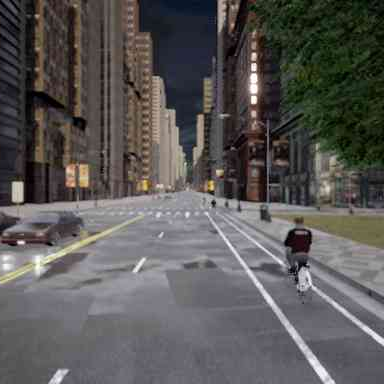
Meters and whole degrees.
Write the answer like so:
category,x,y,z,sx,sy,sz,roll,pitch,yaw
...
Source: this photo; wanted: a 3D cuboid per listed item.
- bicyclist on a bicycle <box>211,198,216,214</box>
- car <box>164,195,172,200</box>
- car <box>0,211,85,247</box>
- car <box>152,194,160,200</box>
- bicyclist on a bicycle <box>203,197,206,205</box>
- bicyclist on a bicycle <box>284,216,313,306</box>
category,x,y,z,sx,sy,sz,roll,pitch,yaw
bicyclist on a bicycle,2.237,1.474,34.479,0.659,1.776,1.843,0,0,0
car,-6.536,1.426,91.375,1.994,1.385,4.181,0,0,0
car,-6.606,1.585,15.525,2.033,1.411,5.357,0,0,0
car,-9.786,1.399,91.374,2.128,1.511,4.902,0,0,0
bicyclist on a bicycle,2.227,1.636,59.291,0.582,1.620,1.656,0,-1,0
bicyclist on a bicycle,2.248,1.386,7.197,0.659,1.776,1.843,0,0,0
